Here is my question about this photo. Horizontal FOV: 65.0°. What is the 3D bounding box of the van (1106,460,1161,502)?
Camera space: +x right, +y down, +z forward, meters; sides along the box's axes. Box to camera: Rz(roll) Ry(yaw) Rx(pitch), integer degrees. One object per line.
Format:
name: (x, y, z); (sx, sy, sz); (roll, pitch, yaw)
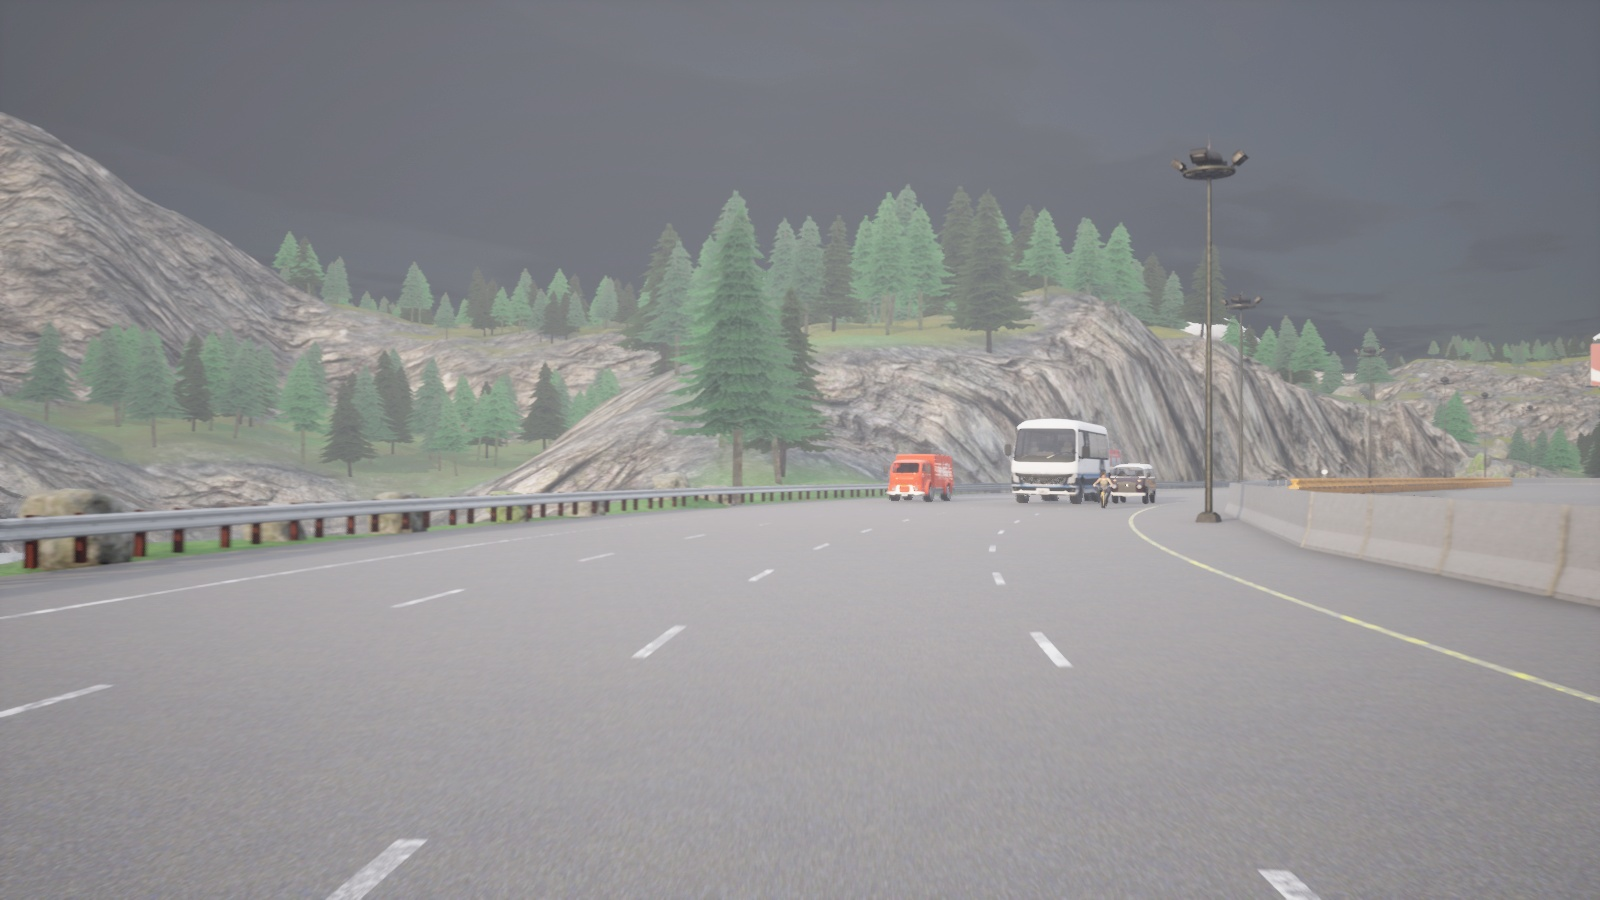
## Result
van: (17.167, 1.585, 64.480); (2.069, 2.038, 4.480); (-1, -2, 24)

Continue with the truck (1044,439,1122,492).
truck: (21.378, 1.187, 94.555); (2.891, 3.827, 8.468); (-1, -1, 34)

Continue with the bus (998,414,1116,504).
bus: (13.398, 0.489, 64.514); (3.944, 4.253, 10.273); (0, -1, 23)

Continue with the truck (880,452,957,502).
truck: (6.259, 1.412, 65.704); (2.627, 2.467, 5.204); (-1, -1, 22)
